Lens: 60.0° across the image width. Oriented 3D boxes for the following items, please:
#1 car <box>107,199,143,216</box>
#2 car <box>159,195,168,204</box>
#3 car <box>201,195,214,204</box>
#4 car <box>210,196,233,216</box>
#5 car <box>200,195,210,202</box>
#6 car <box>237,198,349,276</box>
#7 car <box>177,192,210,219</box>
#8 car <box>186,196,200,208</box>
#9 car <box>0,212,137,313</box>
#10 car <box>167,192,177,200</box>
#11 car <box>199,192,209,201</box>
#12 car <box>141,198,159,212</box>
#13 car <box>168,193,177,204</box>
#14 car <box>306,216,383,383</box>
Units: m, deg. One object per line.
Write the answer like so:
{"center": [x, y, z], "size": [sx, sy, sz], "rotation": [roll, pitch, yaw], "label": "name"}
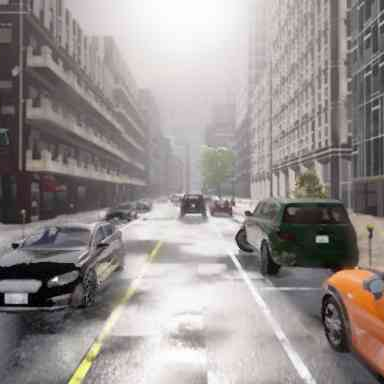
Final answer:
{"center": [-5.270, 1.459, 25.427], "size": [1.947, 1.339, 4.313], "rotation": [1, 0, 0], "label": "car"}
{"center": [-5.167, 1.287, 59.135], "size": [1.752, 1.417, 4.829], "rotation": [1, 0, 0], "label": "car"}
{"center": [2.680, 1.314, 59.199], "size": [2.008, 1.369, 4.403], "rotation": [1, 0, 0], "label": "car"}
{"center": [2.631, 1.313, 30.936], "size": [1.967, 1.590, 4.097], "rotation": [1, 0, 0], "label": "car"}
{"center": [2.701, 1.267, 70.502], "size": [1.887, 1.381, 4.507], "rotation": [1, 0, 0], "label": "car"}
{"center": [2.980, 1.179, 10.379], "size": [2.150, 2.045, 5.566], "rotation": [0, 0, -1], "label": "car"}
{"center": [0.123, 1.108, 28.158], "size": [2.150, 2.045, 5.566], "rotation": [0, 1, 0], "label": "car"}
{"center": [0.156, 1.320, 45.726], "size": [1.837, 1.490, 4.892], "rotation": [0, 1, 0], "label": "car"}
{"center": [-2.837, 1.458, 7.846], "size": [2.128, 1.511, 4.902], "rotation": [0, 0, 0], "label": "car"}
{"center": [-5.284, 0.975, 87.538], "size": [2.192, 1.841, 5.009], "rotation": [1, 0, 0], "label": "car"}
{"center": [2.748, 1.017, 76.153], "size": [2.192, 1.841, 5.009], "rotation": [1, 0, 0], "label": "car"}
{"center": [-5.214, 1.398, 36.720], "size": [2.008, 1.369, 4.403], "rotation": [1, 0, 0], "label": "car"}
{"center": [-2.677, 1.296, 56.939], "size": [1.812, 1.442, 4.674], "rotation": [0, 0, 1], "label": "car"}
{"center": [2.993, 1.339, 3.270], "size": [2.097, 1.767, 4.553], "rotation": [0, 0, 0], "label": "car"}
